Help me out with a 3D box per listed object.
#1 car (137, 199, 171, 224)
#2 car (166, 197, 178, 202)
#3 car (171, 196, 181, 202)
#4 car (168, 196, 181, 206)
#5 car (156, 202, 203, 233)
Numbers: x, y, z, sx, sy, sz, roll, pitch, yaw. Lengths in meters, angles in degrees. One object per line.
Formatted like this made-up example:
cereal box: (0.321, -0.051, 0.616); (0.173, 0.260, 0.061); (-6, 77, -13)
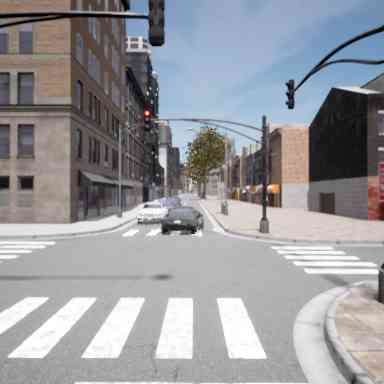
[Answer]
car: (-2.831, 1.493, 24.524); (1.812, 1.442, 4.674); (0, 0, 0)
car: (-2.825, 1.501, 34.134); (2.033, 1.411, 5.357); (0, 0, 0)
car: (-2.789, 1.467, 43.847); (1.812, 1.442, 4.674); (0, 0, 0)
car: (-2.766, 1.437, 53.939); (1.837, 1.490, 4.892); (0, 0, 0)
car: (-0.491, 1.539, 19.410); (1.994, 1.385, 4.181); (0, 0, 8)
